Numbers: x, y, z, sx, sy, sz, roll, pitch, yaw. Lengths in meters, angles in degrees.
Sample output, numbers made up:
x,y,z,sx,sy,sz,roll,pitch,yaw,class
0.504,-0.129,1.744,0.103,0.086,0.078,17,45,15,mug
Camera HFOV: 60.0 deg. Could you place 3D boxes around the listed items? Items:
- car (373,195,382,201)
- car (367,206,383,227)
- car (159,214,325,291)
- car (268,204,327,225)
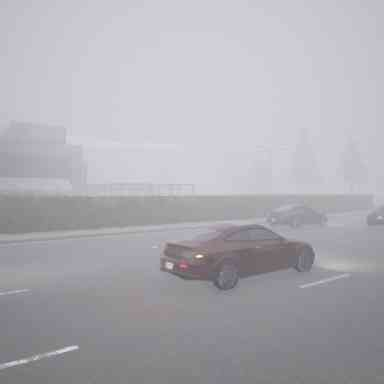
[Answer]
x,y,z,sx,sy,sz,roll,pitch,yaw,class
45.760,1.478,83.499,1.882,1.535,5.008,0,0,9,car
13.317,1.564,21.818,4.181,1.385,1.994,0,0,-35,car
1.342,1.526,9.013,4.674,1.442,1.812,0,0,-36,car
6.791,1.526,21.486,4.674,1.442,1.812,0,0,-36,car
